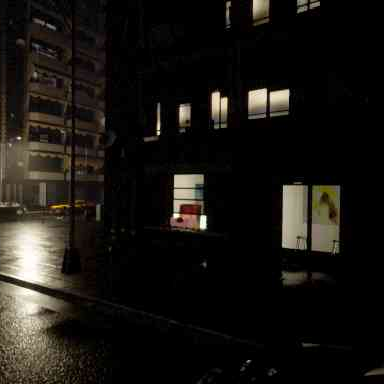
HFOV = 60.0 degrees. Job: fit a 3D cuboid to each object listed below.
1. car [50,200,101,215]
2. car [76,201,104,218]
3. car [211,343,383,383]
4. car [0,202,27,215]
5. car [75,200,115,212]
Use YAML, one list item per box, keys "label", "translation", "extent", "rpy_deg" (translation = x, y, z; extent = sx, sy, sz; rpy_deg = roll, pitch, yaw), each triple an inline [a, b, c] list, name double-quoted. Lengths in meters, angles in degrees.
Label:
- label: "car"
  translation: [-12.776, 1.644, 35.857]
  extent: [1.882, 1.535, 5.008]
  rpy_deg: [1, 0, 36]
- label: "car"
  translation: [-8.426, 1.823, 31.998]
  extent: [1.947, 1.339, 4.313]
  rpy_deg: [1, 0, 36]
- label: "car"
  translation: [1.995, 1.551, 1.610]
  extent: [4.403, 1.369, 2.008]
  rpy_deg: [0, 1, 35]
- label: "car"
  translation: [-18.454, 1.624, 32.419]
  extent: [2.008, 1.369, 4.403]
  rpy_deg: [1, 0, 36]
- label: "car"
  translation: [-11.979, 1.709, 41.394]
  extent: [1.887, 1.381, 4.507]
  rpy_deg: [1, 0, 36]
